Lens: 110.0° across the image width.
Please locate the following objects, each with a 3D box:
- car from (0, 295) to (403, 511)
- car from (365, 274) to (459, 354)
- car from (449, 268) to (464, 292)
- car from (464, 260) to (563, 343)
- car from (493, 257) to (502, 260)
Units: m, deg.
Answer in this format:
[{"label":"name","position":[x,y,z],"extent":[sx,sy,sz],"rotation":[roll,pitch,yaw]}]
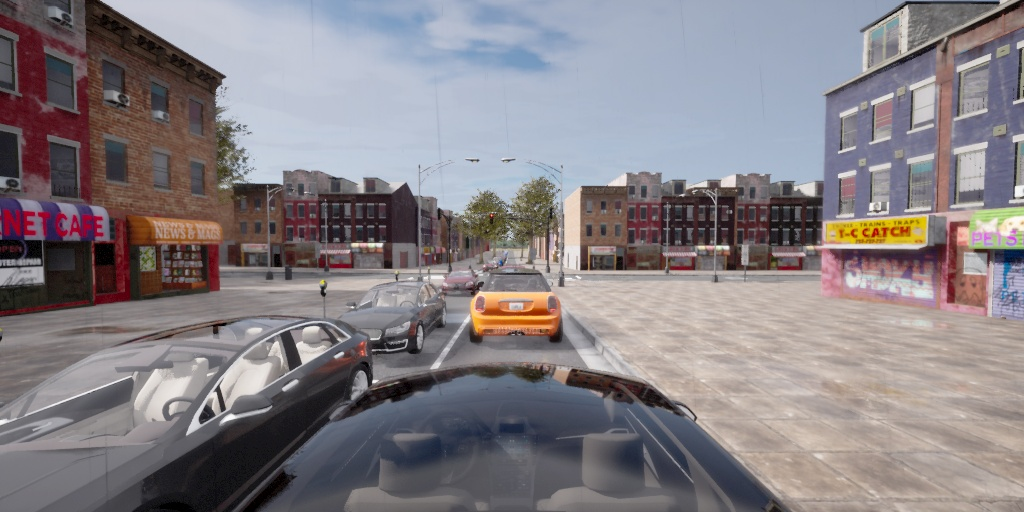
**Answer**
[{"label":"car","position":[-2.643,1.300,3.094],"extent":[2.007,1.370,4.403],"rotation":[0,0,0]},{"label":"car","position":[-2.653,1.299,8.542],"extent":[2.007,1.370,4.403],"rotation":[0,0,0]},{"label":"car","position":[-2.673,1.337,19.436],"extent":[1.802,1.307,4.207],"rotation":[0,0,0]},{"label":"car","position":[0.085,1.101,9.852],"extent":[2.097,1.767,4.553],"rotation":[0,0,0]},{"label":"car","position":[-2.724,1.245,46.212],"extent":[1.967,1.591,4.097],"rotation":[0,0,0]}]
